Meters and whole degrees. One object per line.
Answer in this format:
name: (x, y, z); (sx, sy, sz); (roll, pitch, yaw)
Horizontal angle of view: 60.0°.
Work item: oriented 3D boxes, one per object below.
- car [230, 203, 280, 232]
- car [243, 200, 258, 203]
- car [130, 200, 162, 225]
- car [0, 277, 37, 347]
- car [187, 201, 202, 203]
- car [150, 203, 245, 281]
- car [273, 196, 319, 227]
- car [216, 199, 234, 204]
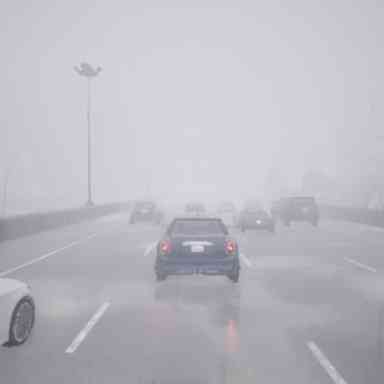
car: (3.698, 1.629, 20.433); (1.994, 1.385, 4.181); (0, 0, 0)
car: (7.302, 1.658, 41.081); (1.994, 1.385, 4.181); (0, 0, 0)
car: (-3.279, 1.418, 25.098); (2.097, 1.767, 4.553); (0, 0, 0)
car: (-3.390, 1.530, 3.370); (1.812, 1.442, 4.674); (0, 0, 0)
car: (0.255, 1.562, 31.793); (1.882, 1.535, 5.008); (0, 0, 0)
car: (0.144, 1.381, 10.072); (2.097, 1.767, 4.553); (0, 0, 0)
car: (7.213, 1.299, 23.798); (2.150, 2.045, 5.566); (0, 0, 0)
car: (3.787, 1.571, 37.989); (1.882, 1.535, 5.008); (0, 0, 0)
